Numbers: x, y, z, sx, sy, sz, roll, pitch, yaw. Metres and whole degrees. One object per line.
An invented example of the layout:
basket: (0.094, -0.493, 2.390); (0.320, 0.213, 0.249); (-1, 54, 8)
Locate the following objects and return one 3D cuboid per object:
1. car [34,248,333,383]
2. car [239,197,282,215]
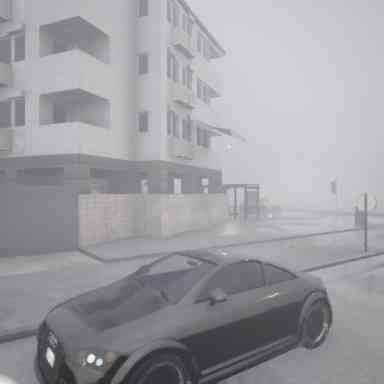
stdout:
car: (0.110, 1.564, 4.702); (4.181, 1.385, 1.994); (0, 0, -36)
car: (7.040, 1.352, 34.508); (2.097, 1.767, 4.553); (0, 0, -36)
